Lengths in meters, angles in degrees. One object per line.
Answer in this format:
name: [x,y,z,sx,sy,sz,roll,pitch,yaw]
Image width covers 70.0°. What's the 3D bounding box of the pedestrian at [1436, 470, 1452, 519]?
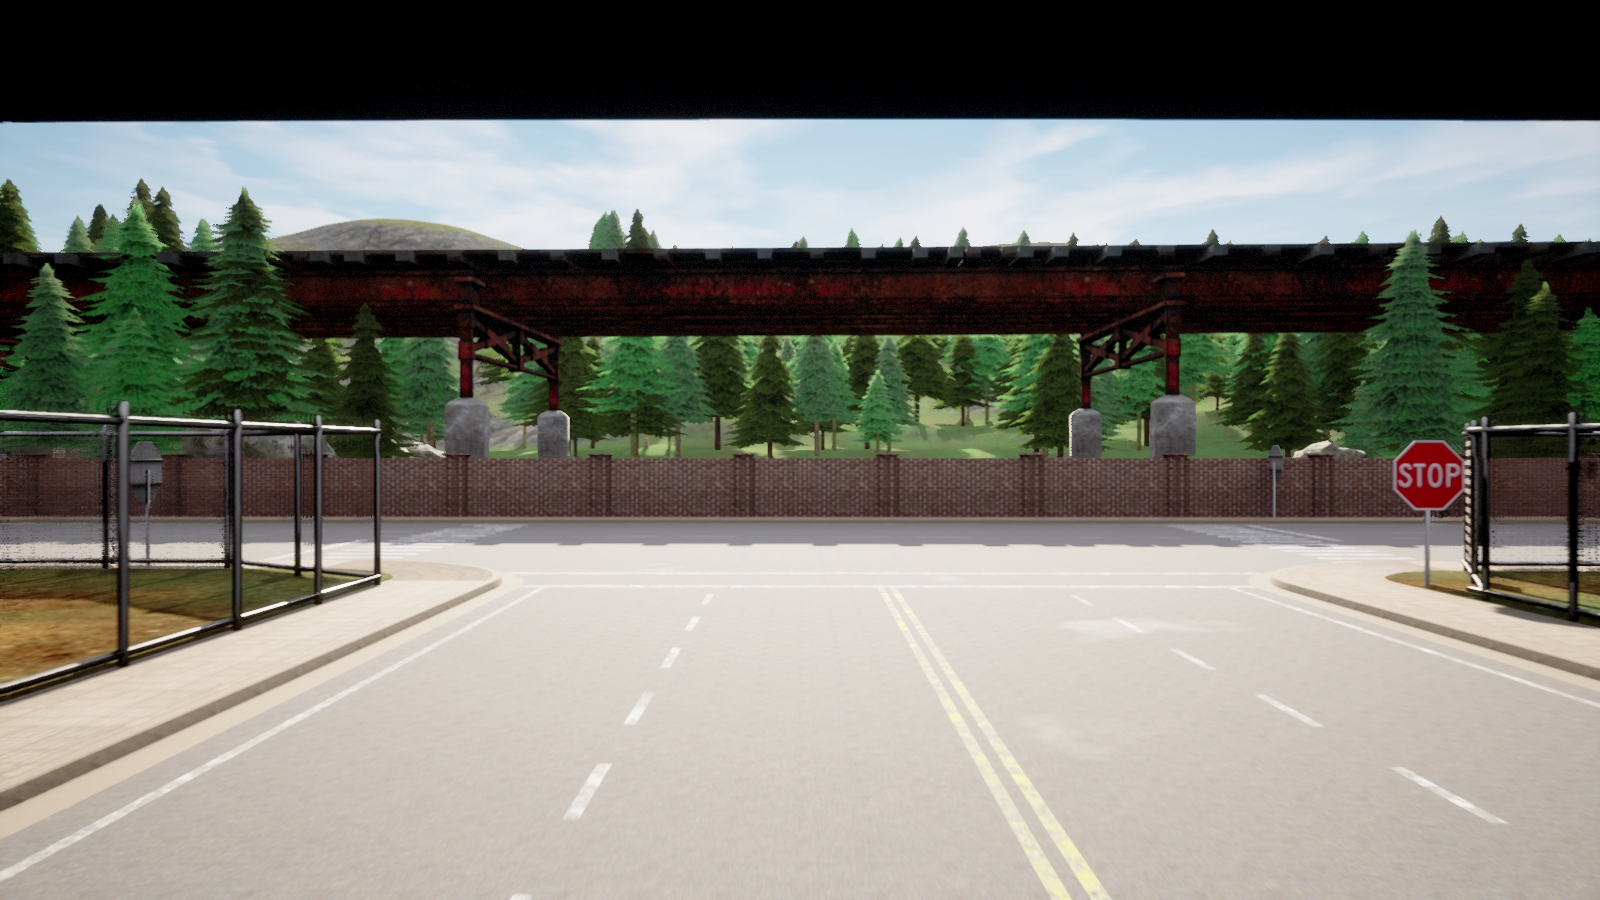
pedestrian: [24.492,1.696,43.449,0.375,1.860,0.375,0,0,-2]
